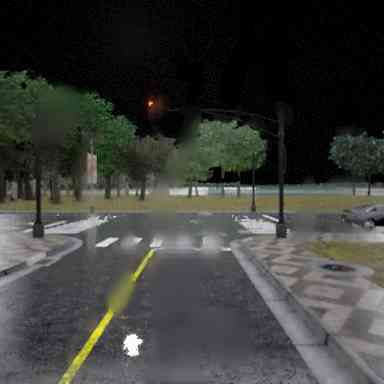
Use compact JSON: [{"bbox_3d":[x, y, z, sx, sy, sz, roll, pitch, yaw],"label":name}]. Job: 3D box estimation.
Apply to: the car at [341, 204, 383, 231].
[{"bbox_3d":[11.538,1.486,19.936,4.902,1.511,2.128,0,0,0],"label":"car"}]
